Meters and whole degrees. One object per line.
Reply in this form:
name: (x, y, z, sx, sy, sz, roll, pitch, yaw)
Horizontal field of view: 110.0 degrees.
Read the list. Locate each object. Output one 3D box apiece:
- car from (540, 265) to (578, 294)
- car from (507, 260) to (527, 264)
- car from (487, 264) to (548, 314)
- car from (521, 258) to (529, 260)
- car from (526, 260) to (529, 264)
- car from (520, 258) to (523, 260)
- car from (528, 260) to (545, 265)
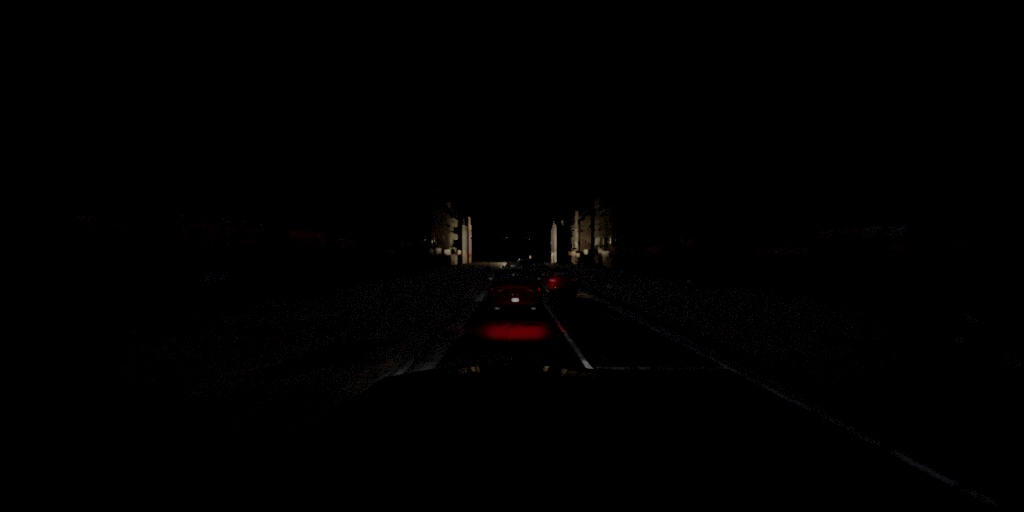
car: (2.642, 1.357, 20.168, 1.802, 1.307, 4.207, 0, 0, 0)
car: (0.108, 1.317, 31.665, 1.812, 1.442, 4.674, 0, 0, 0)
car: (0.115, 1.244, 13.843, 1.882, 1.535, 5.008, 0, 0, 0)
car: (2.649, 1.390, 53.362, 1.948, 1.339, 4.313, 0, 0, 0)
car: (2.646, 1.349, 36.765, 2.007, 1.370, 4.403, 0, 0, 0)
car: (2.651, 1.415, 58.895, 1.802, 1.307, 4.207, 0, 0, 0)
car: (2.644, 1.316, 31.403, 1.751, 1.417, 4.829, 0, 0, 0)
